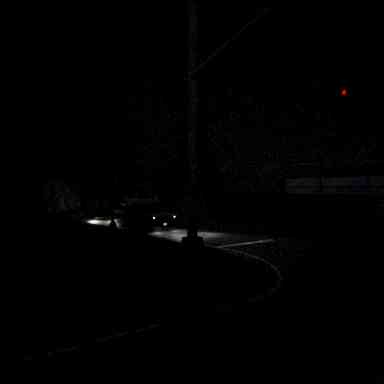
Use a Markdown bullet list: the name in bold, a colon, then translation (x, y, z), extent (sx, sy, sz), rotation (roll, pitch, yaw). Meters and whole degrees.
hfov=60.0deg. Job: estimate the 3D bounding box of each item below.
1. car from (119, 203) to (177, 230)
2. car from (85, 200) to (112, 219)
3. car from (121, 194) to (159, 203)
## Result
- **car**: translation (-2.915, 1.601, 21.628), extent (1.895, 1.301, 4.718), rotation (0, 0, -37)
- **car**: translation (-8.386, 1.478, 29.874), extent (1.882, 1.535, 5.008), rotation (0, 0, -26)
- **car**: translation (-6.685, 1.223, 43.056), extent (2.150, 2.045, 5.566), rotation (0, 0, 39)
